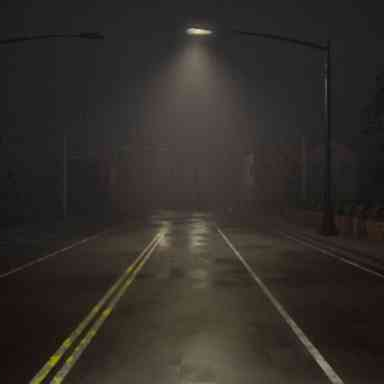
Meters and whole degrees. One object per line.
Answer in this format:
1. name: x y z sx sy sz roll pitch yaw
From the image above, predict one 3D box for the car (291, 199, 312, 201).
1. car: 13.891 1.581 40.508 4.553 1.767 2.097 0 -1 -1
